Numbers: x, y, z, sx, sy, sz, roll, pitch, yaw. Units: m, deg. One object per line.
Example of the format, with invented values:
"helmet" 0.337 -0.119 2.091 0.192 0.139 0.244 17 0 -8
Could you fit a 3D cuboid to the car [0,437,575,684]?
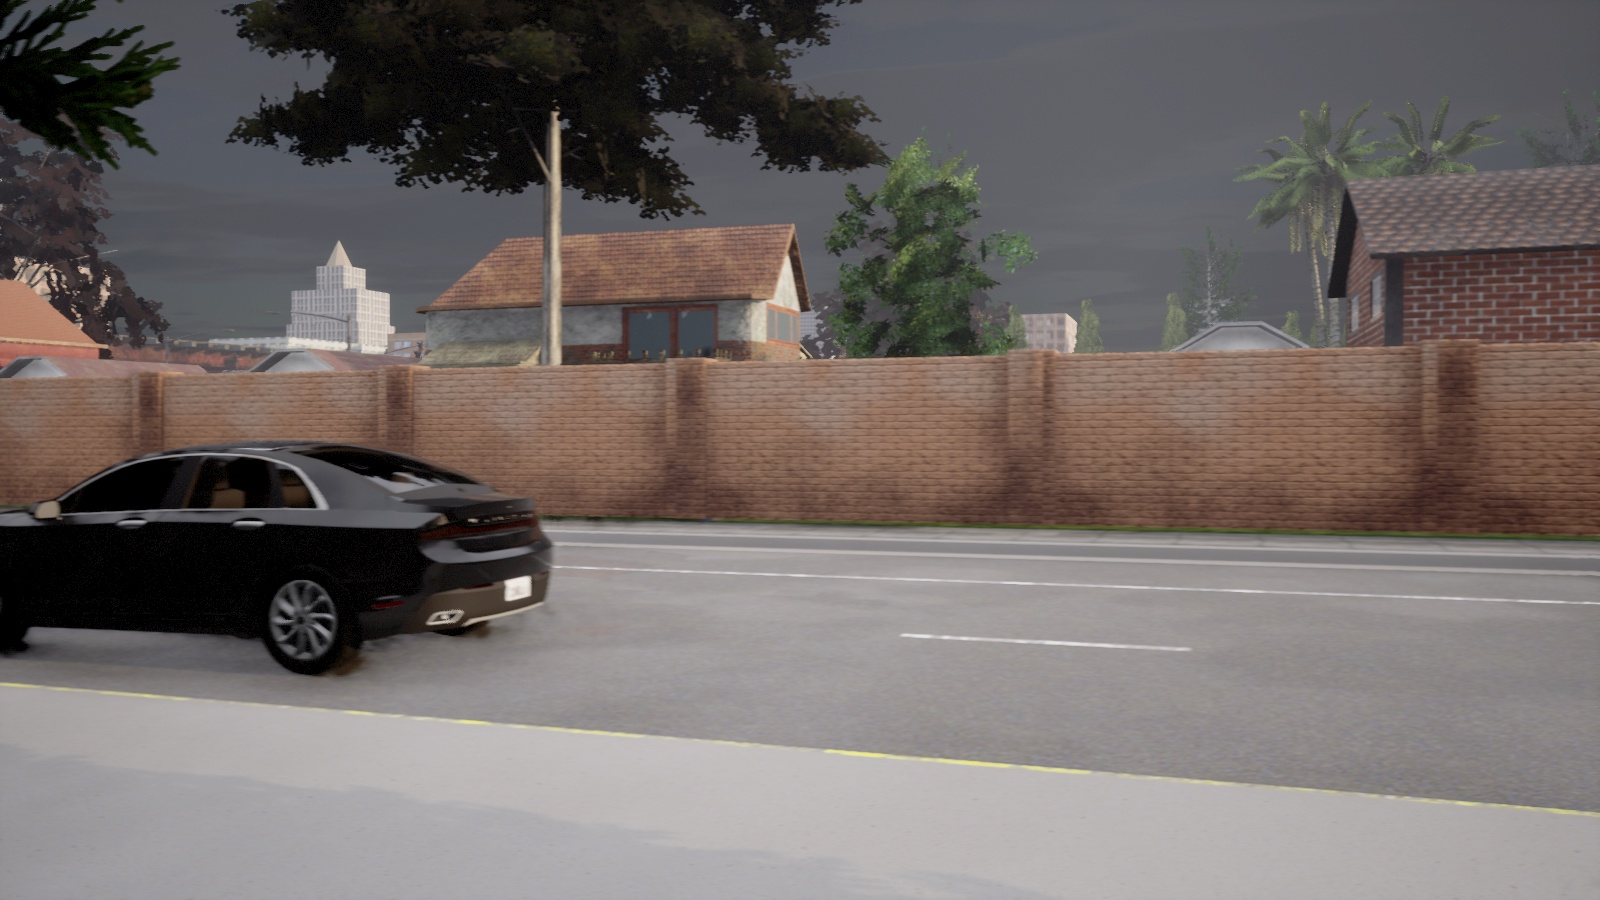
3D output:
"car" -4.309 0.665 9.391 4.892 1.490 1.837 1 1 19
